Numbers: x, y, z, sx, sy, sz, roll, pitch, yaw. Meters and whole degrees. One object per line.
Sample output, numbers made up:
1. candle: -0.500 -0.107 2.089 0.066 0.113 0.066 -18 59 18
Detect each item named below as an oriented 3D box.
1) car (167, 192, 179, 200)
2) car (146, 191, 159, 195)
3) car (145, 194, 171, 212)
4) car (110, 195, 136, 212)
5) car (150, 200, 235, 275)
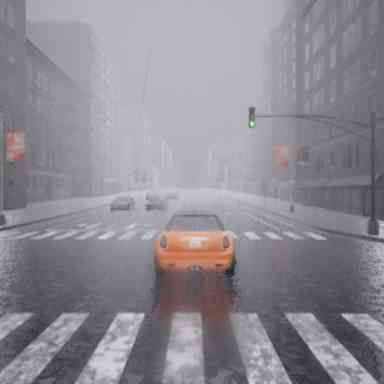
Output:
1. car: -3.295 0.661 56.218 1.994 1.385 4.181 0 1 0
2. car: -6.549 0.593 55.367 1.882 1.535 5.008 0 1 0
3. car: -3.356 1.217 32.316 1.895 1.301 4.718 0 1 0
4. car: -6.606 1.123 32.210 1.837 1.490 4.892 0 1 0
5. car: 0.082 1.313 10.454 2.097 1.767 4.553 0 0 0
